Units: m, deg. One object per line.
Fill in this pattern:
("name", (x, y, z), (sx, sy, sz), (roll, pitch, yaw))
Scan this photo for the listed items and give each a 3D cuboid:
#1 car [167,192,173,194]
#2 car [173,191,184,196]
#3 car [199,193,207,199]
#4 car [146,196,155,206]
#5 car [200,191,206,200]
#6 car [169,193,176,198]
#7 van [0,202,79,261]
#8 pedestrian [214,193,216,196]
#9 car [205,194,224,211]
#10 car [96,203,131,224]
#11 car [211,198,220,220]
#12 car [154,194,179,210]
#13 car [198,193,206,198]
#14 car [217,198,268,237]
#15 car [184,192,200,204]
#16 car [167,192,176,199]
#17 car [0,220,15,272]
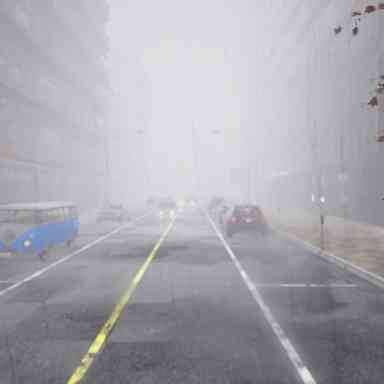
("car", (-5.298, 0.973, 79.370), (1.947, 1.339, 4.313), (1, 0, 0))
("car", (-2.743, 0.377, 79.406), (2.097, 1.767, 4.553), (0, 0, 0))
("car", (2.583, 0.933, 79.358), (1.752, 1.417, 4.829), (1, 0, 0))
("car", (-5.301, 1.210, 45.492), (2.008, 1.369, 4.403), (1, 0, 0))
("car", (2.582, 1.001, 73.536), (2.008, 1.369, 4.403), (1, 0, 0))
("car", (-5.297, 0.906, 90.663), (1.802, 1.307, 4.206), (1, 0, 0))
("van", (-5.302, 1.254, 11.612), (1.690, 1.788, 3.998), (1, 0, 0))
("pedestrian", (2.753, 0.998, 39.427), (0.375, 1.860, 0.375), (1, 0, 0))
("car", (2.753, 1.232, 36.470), (1.837, 1.490, 4.892), (0, 0, 0))
("car", (-5.304, 1.410, 22.906), (1.802, 1.307, 4.206), (1, 0, 0))
("car", (2.577, 1.375, 22.665), (1.887, 1.381, 4.507), (1, 0, 0))
("car", (-2.839, 1.275, 38.558), (1.994, 1.385, 4.181), (0, 0, 0))
("car", (2.584, 0.876, 90.492), (2.008, 1.369, 4.403), (1, 0, 0))
("car", (2.578, 1.312, 17.012), (1.967, 1.590, 4.097), (1, 0, 0))
("car", (0.034, 1.097, 54.432), (1.837, 1.490, 4.892), (0, 0, 1))
("car", (-5.295, 0.806, 85.015), (1.967, 1.590, 4.097), (1, 0, 0))
("car", (-5.305, 1.482, 5.797), (1.752, 1.417, 4.829), (1, 0, 0))
